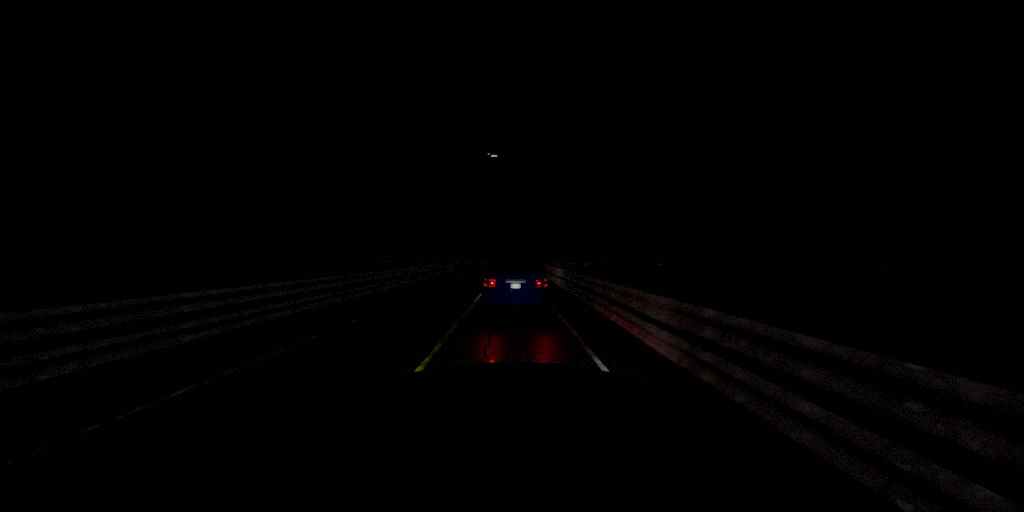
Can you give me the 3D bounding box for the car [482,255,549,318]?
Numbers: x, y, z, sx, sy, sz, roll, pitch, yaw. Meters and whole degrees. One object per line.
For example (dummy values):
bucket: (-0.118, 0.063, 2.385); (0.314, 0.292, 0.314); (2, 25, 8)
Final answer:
car: (0.111, 0.991, 13.297); (2.150, 2.045, 5.566); (0, 0, 0)
